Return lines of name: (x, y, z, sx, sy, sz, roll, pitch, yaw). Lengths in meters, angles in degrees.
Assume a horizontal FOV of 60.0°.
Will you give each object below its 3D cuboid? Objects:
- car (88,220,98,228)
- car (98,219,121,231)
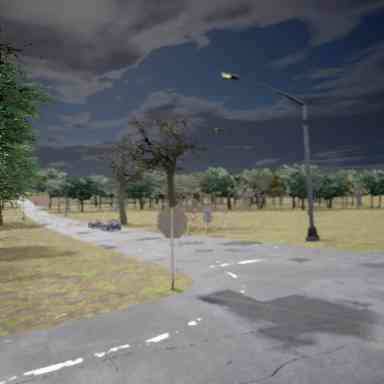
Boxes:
car: (-16.923, 5.575, 58.374, 1.812, 1.442, 4.674, -1, -3, -29)
car: (-12.124, 4.835, 49.652, 2.097, 1.767, 4.553, -1, -3, -28)
